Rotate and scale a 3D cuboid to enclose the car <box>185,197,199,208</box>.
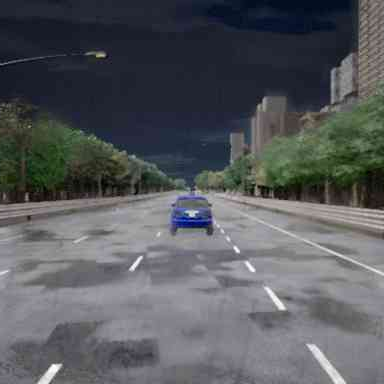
[{"bbox_3d":[-0.010,1.477,48.186,1.837,1.490,4.892,0,0,0],"label":"car"}]

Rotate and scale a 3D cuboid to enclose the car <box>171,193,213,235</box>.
[{"bbox_3d":[-0.003,1.225,19.094,2.150,2.045,5.566,0,0,0],"label":"car"}]
